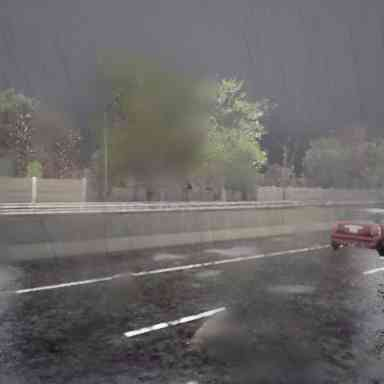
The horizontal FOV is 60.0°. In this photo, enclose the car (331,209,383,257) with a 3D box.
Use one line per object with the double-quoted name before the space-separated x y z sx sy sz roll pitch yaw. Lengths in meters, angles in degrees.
"car" 7.800 1.485 13.731 4.553 1.767 2.097 1 -1 -35
